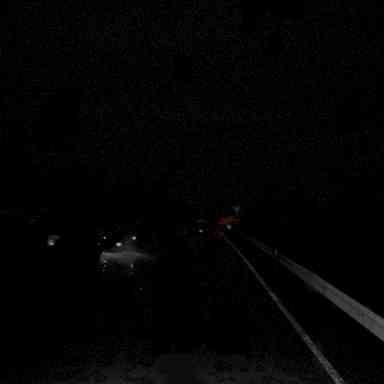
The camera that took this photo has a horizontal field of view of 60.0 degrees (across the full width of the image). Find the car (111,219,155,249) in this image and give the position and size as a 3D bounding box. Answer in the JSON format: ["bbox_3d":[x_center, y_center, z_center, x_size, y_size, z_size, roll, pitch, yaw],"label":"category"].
[{"bbox_3d":[-3.161,2.129,17.569,2.033,1.411,5.357,0,-4,3],"label":"car"}]

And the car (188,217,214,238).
[{"bbox_3d":[0.671,2.646,25.191,1.812,1.442,4.674,0,-4,2],"label":"car"}]

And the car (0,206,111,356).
[{"bbox_3d":[-3.481,1.319,6.557,2.150,2.045,5.566,0,-2,1],"label":"car"}]

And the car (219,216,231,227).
[{"bbox_3d":[5.665,3.536,40.334,5.008,1.535,1.882,1,-4,-24],"label":"car"}]
